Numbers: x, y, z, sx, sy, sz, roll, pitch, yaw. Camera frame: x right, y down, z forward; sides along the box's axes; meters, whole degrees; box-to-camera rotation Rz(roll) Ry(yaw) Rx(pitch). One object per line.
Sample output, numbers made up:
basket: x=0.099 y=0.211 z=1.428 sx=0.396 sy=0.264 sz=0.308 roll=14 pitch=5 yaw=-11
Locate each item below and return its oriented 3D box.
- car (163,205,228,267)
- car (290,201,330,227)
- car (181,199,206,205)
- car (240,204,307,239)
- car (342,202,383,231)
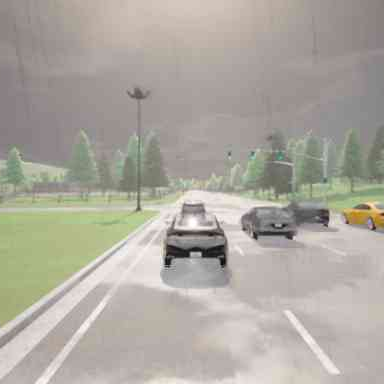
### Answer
car: x=0.102 y=1.404 z=11.106 sx=2.128 sy=1.511 sz=4.902 roll=0 pitch=0 yaw=0
car: x=7.104 y=1.311 z=21.375 sx=1.882 sy=1.535 sz=5.008 roll=0 pitch=0 yaw=0
car: x=0.106 y=1.281 z=27.002 sx=2.128 sy=1.511 sz=4.902 roll=0 pitch=0 yaw=0
car: x=3.602 y=1.419 z=16.369 sx=2.033 sy=1.411 sz=5.357 roll=0 pitch=0 yaw=0
car: x=10.604 y=1.325 z=19.525 sx=1.882 sy=1.535 sz=5.008 roll=0 pitch=0 yaw=0
